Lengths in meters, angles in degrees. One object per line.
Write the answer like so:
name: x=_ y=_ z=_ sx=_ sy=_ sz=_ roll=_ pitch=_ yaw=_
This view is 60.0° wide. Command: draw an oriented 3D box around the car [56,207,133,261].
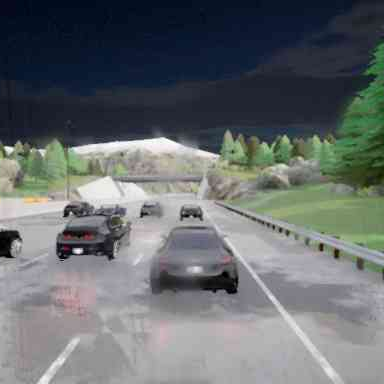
car: x=-3.469 y=1.545 z=12.516 sx=1.837 sy=1.490 sz=4.892 roll=0 pitch=0 yaw=0

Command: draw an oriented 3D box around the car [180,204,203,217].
car: x=-0.063 y=1.675 z=28.490 sx=1.895 sy=1.301 sz=4.718 roll=0 pitch=0 yaw=0

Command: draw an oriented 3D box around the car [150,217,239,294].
car: x=0.050 y=1.587 z=8.902 sx=1.994 sy=1.385 sz=4.181 roll=0 pitch=0 yaw=0

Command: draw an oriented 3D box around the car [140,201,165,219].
car: x=-3.575 y=1.578 z=30.406 sx=2.128 sy=1.511 sz=4.902 roll=0 pitch=0 yaw=0

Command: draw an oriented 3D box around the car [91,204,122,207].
car: x=-7.069 y=1.692 z=29.514 sx=1.895 sy=1.301 sz=4.718 roll=0 pitch=0 yaw=0

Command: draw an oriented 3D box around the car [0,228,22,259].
car: x=-6.953 y=1.518 z=9.782 sx=1.882 sy=1.535 sz=5.008 roll=0 pitch=0 yaw=0

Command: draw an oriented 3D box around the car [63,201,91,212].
car: x=-10.581 y=1.609 z=31.488 sx=1.837 sy=1.490 sz=4.892 roll=0 pitch=0 yaw=0
